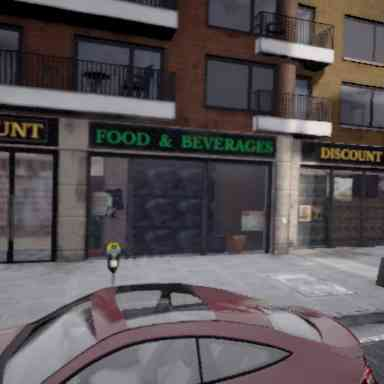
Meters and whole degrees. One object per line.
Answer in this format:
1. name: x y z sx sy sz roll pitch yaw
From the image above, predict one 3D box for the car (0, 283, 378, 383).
1. car: -0.518 1.491 2.676 4.206 1.307 1.802 1 1 -17
